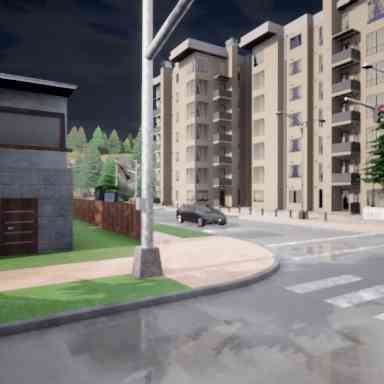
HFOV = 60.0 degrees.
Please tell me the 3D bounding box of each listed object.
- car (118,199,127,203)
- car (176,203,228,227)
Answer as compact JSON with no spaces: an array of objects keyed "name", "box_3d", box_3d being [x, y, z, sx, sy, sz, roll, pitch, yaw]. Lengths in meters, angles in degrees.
[{"name":"car","box_3d":[-9.118,1.543,40.288,2.128,1.511,4.902,0,0,-29]},{"name":"car","box_3d":[0.565,1.553,23.227,1.837,1.490,4.892,0,1,-30]}]
